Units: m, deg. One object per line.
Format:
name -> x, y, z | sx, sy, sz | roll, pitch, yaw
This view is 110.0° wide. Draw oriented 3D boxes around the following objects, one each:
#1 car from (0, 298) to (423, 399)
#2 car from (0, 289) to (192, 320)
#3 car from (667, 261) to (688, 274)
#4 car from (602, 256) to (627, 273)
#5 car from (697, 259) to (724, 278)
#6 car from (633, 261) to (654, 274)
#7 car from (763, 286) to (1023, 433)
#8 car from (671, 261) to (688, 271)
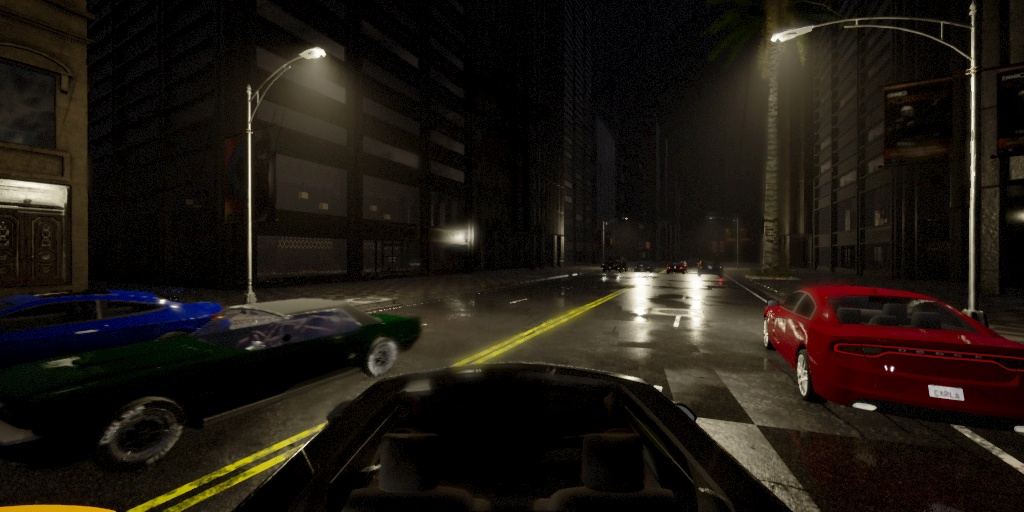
car -> -3.542, 1.351, 5.133 | 1.895, 1.301, 4.718 | 0, 0, 27
car -> -7.076, 1.276, 5.369 | 1.812, 1.442, 4.674 | 0, 0, 27
car -> 18.638, 1.317, 40.721 | 2.033, 1.411, 5.357 | 0, 0, 27
car -> 12.460, 0.990, 43.359 | 2.150, 2.045, 5.566 | 0, 0, 27
car -> 19.280, 1.117, 34.899 | 2.097, 1.767, 4.553 | 0, 0, 27
car -> 15.877, 1.295, 42.894 | 1.812, 1.442, 4.674 | 0, 0, 27
car -> 5.512, 1.228, 5.819 | 1.882, 1.535, 5.008 | 0, 0, 27
car -> 23.523, 1.380, 50.221 | 1.895, 1.301, 4.718 | 0, 0, 27
